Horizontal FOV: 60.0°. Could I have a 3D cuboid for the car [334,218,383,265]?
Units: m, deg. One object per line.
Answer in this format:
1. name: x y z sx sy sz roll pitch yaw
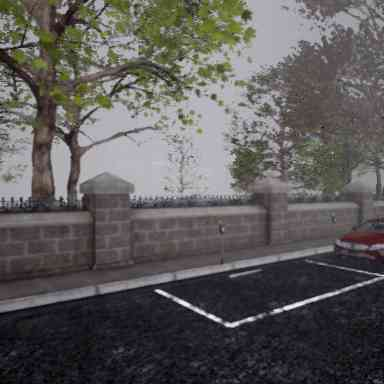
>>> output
1. car: 6.540 1.556 11.228 4.206 1.307 1.802 0 0 -36
